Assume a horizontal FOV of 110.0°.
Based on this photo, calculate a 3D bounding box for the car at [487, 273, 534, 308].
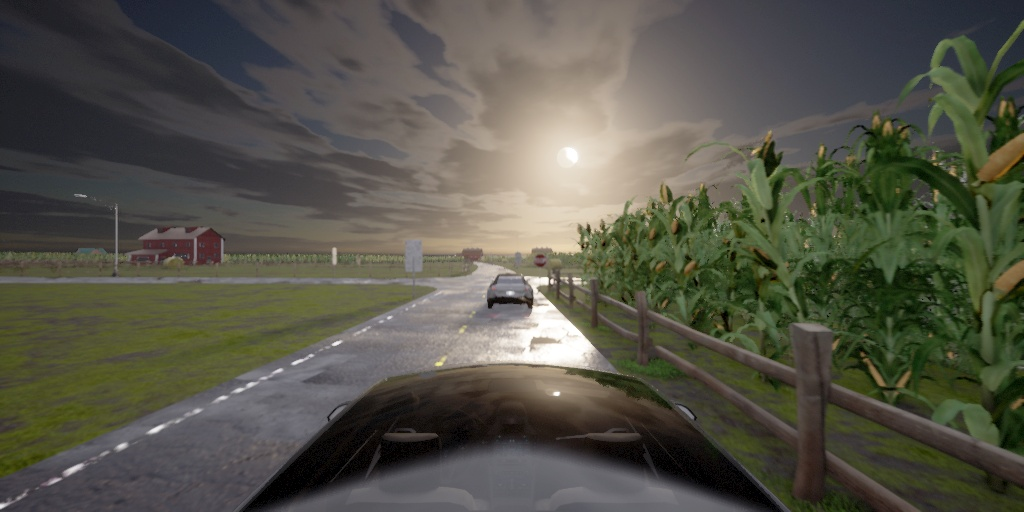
[{"bbox_3d":[-0.087,1.457,16.193,1.994,1.385,4.181,0,-1,-1],"label":"car"}]
